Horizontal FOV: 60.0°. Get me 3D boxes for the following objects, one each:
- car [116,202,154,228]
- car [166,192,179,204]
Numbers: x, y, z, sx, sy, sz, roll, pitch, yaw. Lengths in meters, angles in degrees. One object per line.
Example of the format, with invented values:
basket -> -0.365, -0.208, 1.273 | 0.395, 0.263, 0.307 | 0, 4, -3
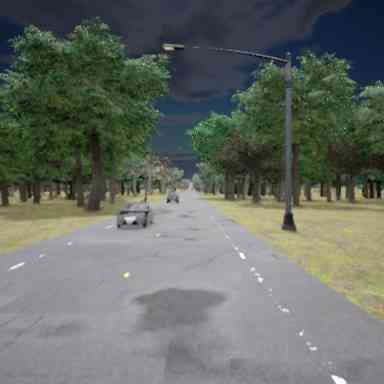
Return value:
car -> -3.604, 1.454, 21.681 | 2.128, 1.511, 4.902 | 0, 0, 0
car -> -3.534, 1.077, 62.469 | 2.150, 2.045, 5.566 | 0, 0, 0
